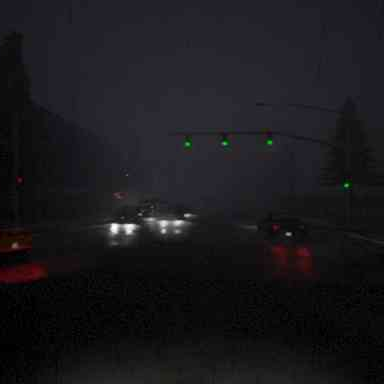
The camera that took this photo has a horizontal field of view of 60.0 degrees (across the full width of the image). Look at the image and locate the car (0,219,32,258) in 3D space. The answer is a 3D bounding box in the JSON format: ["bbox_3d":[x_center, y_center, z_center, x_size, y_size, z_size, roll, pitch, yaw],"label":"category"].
[{"bbox_3d":[-8.130,1.673,12.208,5.008,1.535,1.882,-1,-2,26],"label":"car"}]

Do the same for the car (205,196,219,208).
[{"bbox_3d":[3.503,1.759,58.845,2.150,2.045,5.566,-1,-1,3],"label":"car"}]

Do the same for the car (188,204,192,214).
[{"bbox_3d":[-1.118,1.978,41.577,1.994,1.385,4.181,-1,-1,4],"label":"car"}]

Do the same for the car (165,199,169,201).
[{"bbox_3d":[-4.220,1.853,47.647,2.097,1.767,4.553,-1,-1,4],"label":"car"}]

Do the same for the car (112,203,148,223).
[{"bbox_3d":[-5.437,1.892,28.560,1.994,1.385,4.181,-1,-1,4],"label":"car"}]

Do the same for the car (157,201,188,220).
[{"bbox_3d":[-1.749,1.887,31.565,1.994,1.385,4.181,-1,-1,3],"label":"car"}]

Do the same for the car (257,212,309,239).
[{"bbox_3d":[4.703,1.733,18.015,1.895,1.301,4.718,-1,-1,3],"label":"car"}]

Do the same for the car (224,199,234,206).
[{"bbox_3d":[7.649,2.196,69.359,1.895,1.301,4.718,-1,-1,3],"label":"car"}]

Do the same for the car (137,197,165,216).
[{"bbox_3d":[-4.867,1.634,37.868,2.150,2.045,5.566,-1,-1,4],"label":"car"}]
